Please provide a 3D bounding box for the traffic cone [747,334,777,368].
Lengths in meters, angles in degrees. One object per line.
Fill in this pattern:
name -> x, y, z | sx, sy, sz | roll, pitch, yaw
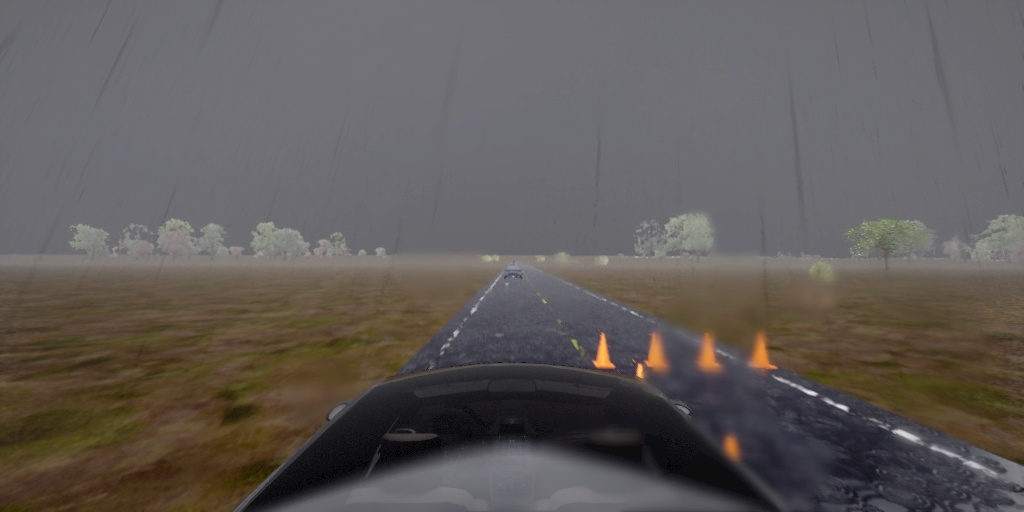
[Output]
traffic cone -> 4.726, 1.779, 6.793 | 0.340, 0.580, 0.340 | 0, 0, 0

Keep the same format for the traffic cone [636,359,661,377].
traffic cone -> 1.719, 1.742, 4.804 | 0.340, 0.580, 0.340 | 0, 0, 0

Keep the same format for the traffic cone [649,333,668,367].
traffic cone -> 2.726, 1.765, 6.800 | 0.340, 0.580, 0.340 | 0, 0, 0

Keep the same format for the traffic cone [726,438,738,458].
traffic cone -> 1.712, 1.726, 2.804 | 0.340, 0.580, 0.340 | 0, 0, 0

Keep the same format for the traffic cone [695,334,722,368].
traffic cone -> 3.726, 1.772, 6.796 | 0.340, 0.580, 0.340 | 0, 0, 0

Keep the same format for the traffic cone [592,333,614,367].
traffic cone -> 1.726, 1.758, 6.804 | 0.340, 0.580, 0.340 | 0, 0, 0

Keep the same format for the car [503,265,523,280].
car -> 0.115, 1.576, 36.073 | 2.033, 1.411, 5.357 | 0, 0, 0
